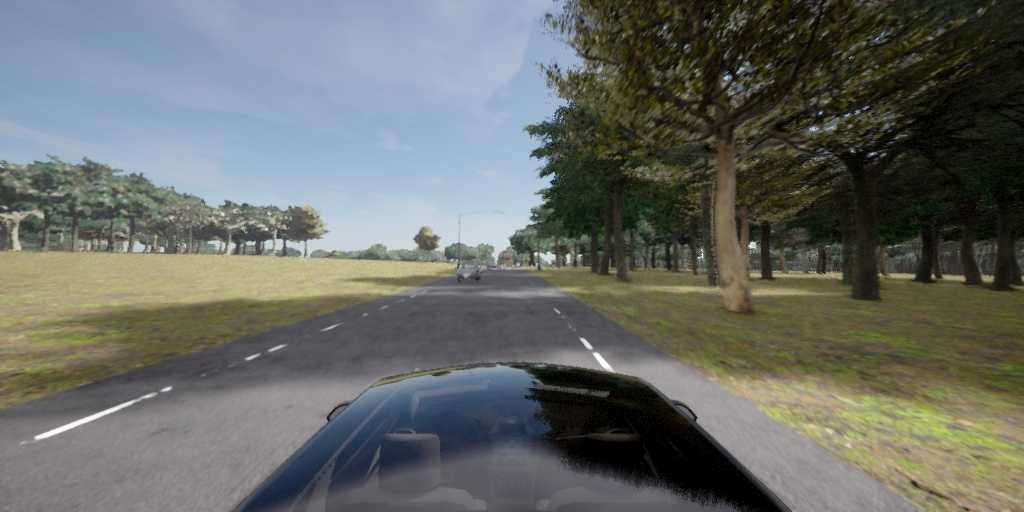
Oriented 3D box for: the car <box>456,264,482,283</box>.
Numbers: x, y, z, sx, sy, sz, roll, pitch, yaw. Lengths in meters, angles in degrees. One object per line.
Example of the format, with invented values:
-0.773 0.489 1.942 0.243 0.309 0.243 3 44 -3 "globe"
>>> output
-3.755 1.449 31.765 2.128 1.511 4.902 -5 0 0 "car"
